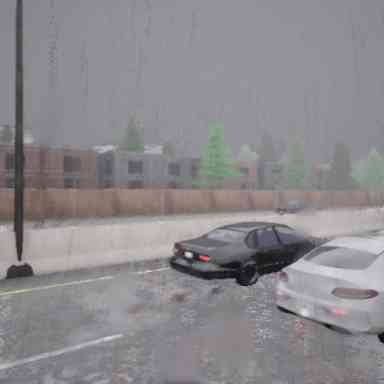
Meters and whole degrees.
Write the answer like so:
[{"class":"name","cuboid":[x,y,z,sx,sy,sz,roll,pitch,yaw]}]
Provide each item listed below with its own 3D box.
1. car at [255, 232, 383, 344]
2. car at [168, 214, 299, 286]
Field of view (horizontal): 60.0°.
[{"class":"car","cuboid":[3.550,1.539,6.273,4.674,1.442,1.812,0,0,-36]},{"class":"car","cuboid":[1.954,1.562,9.442,5.357,1.411,2.033,0,0,-36]}]
